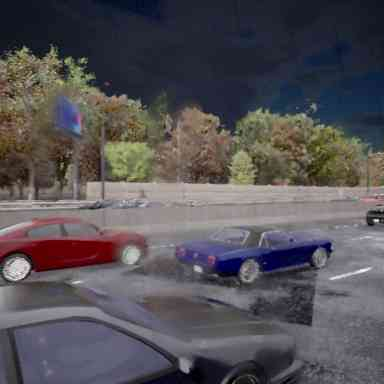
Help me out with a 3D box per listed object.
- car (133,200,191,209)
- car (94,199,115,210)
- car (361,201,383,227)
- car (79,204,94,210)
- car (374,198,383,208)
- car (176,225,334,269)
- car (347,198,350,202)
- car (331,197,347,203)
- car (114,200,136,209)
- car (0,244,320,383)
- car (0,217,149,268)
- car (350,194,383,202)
[{"bbox_3d":[-1.578,1.529,24.366,4.674,1.442,1.812,0,0,-35],"label":"car"},{"bbox_3d":[-5.828,1.495,29.932,4.902,1.511,2.128,0,0,-35],"label":"car"},{"bbox_3d":[13.300,1.520,21.842,4.892,1.490,1.837,0,0,-36],"label":"car"},{"bbox_3d":[-8.425,1.480,32.379,5.008,1.535,1.882,0,0,-35],"label":"car"},{"bbox_3d":[30.176,1.650,51.253,4.181,1.385,1.994,0,0,-35],"label":"car"},{"bbox_3d":[1.961,1.602,9.445,4.718,1.301,1.895,0,0,-36],"label":"car"},{"bbox_3d":[27.494,1.648,53.648,4.181,1.385,1.994,0,0,-35],"label":"car"},{"bbox_3d":[25.867,1.633,56.756,5.357,1.411,2.033,0,0,-35],"label":"car"},{"bbox_3d":[-3.593,1.529,27.228,4.674,1.442,1.812,0,0,-35],"label":"car"},{"bbox_3d":[-1.414,1.547,2.741,5.357,1.411,2.033,0,0,-35],"label":"car"},{"bbox_3d":[-3.664,1.478,9.731,5.008,1.535,1.882,0,0,-36],"label":"car"},{"bbox_3d":[22.725,1.275,41.661,5.566,2.045,2.150,0,0,-35],"label":"car"}]
